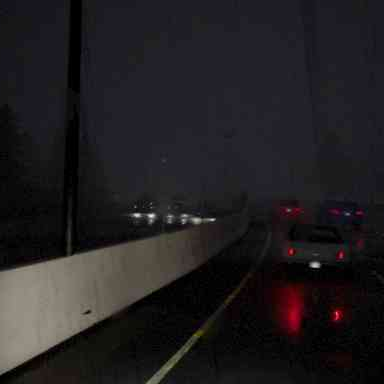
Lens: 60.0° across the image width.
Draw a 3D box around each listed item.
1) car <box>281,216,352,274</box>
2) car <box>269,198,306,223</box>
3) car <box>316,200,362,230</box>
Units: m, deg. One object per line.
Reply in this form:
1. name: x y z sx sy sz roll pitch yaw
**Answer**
1. car: 4.122 1.772 11.377 1.895 1.301 4.718 2 0 18
2. car: 8.174 1.594 29.452 2.150 2.045 5.566 2 0 8
3. car: 11.043 1.653 25.307 2.150 2.045 5.566 2 0 9
